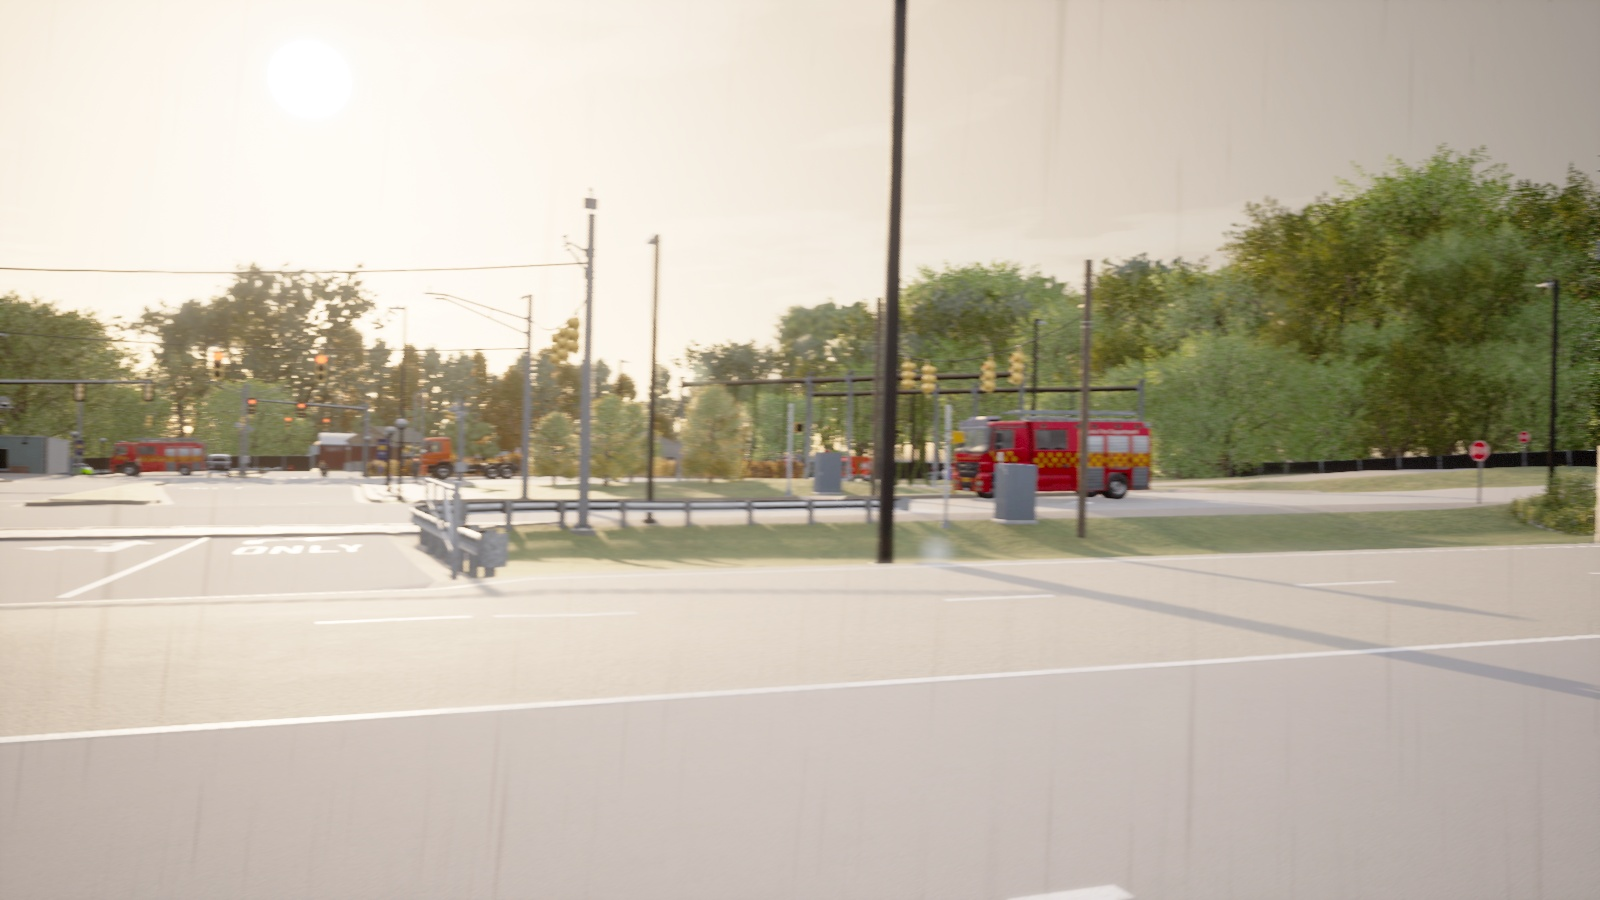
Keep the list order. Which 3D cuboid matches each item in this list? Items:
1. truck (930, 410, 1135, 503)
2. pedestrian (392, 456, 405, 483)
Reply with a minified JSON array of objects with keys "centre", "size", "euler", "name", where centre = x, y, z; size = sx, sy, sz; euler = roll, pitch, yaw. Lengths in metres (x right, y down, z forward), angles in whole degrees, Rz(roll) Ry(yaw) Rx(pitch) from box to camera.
[{"centre":[10.113,0.251,54.540],"size":[8.468,3.827,2.891],"euler":[0,0,-22],"name":"truck"},{"centre":[-29.322,1.432,91.793],"size":[0.659,1.952,0.873],"euler":[2,0,-32],"name":"pedestrian"}]
